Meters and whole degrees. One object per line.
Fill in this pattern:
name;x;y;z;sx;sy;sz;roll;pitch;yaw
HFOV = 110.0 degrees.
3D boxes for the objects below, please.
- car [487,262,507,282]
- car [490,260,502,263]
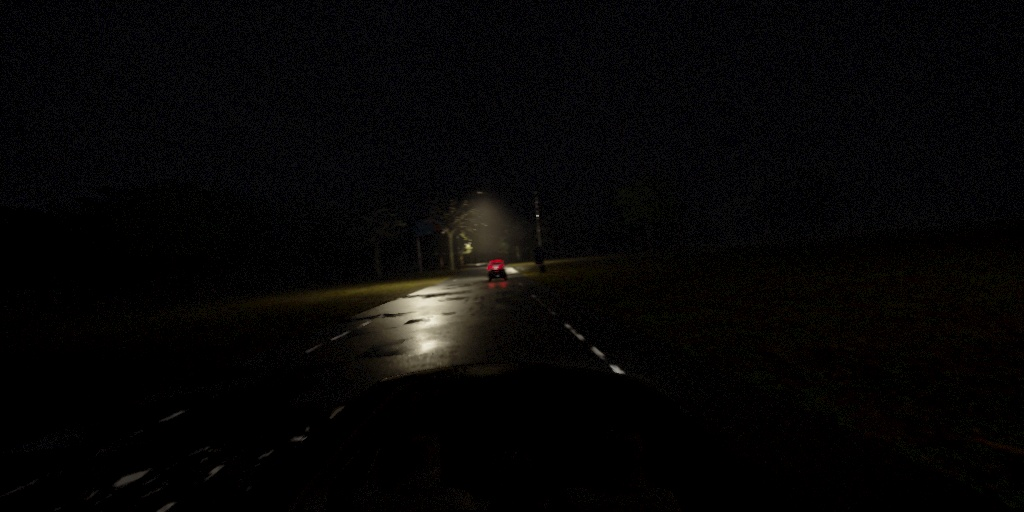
car;-1.507;1.762;37.129;2.128;1.511;4.902;-5;0;-3
car;-2.055;1.614;48.433;2.150;2.045;5.566;-5;0;-2
